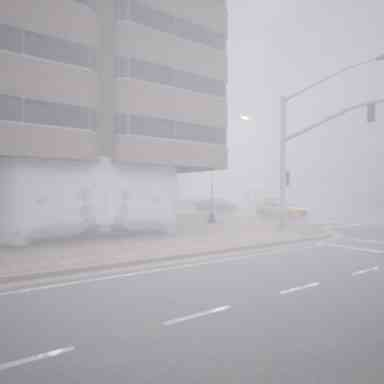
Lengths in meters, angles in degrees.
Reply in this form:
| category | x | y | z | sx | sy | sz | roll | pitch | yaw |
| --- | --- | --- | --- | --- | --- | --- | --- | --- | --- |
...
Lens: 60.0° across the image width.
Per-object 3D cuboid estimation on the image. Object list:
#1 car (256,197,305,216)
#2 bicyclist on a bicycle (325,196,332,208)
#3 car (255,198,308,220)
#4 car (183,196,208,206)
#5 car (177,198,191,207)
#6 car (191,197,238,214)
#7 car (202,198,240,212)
| category | x | y | z | sx | sy | sz | roll | pitch | yaw |
| --- | --- | --- | --- | --- | --- | --- | --- | --- | --- |
| car | 8.984 | 1.412 | 33.964 | 2.097 | 1.767 | 4.553 | 0 | 0 | -36 |
| bicyclist on a bicycle | 18.639 | 1.393 | 45.303 | 1.656 | 1.620 | 0.582 | 0 | 0 | -36 |
| car | 7.877 | 1.530 | 29.535 | 1.882 | 1.535 | 5.008 | 0 | 0 | -36 |
| car | 0.514 | 1.566 | 58.327 | 2.128 | 1.511 | 4.902 | 0 | 0 | -31 |
| car | -0.375 | 1.615 | 53.094 | 2.033 | 1.411 | 5.357 | 0 | 0 | -36 |
| car | 2.387 | 1.529 | 37.095 | 1.882 | 1.535 | 5.008 | 0 | 0 | -36 |
| car | 3.570 | 1.537 | 41.414 | 1.882 | 1.535 | 5.008 | 0 | 0 | -36 |
